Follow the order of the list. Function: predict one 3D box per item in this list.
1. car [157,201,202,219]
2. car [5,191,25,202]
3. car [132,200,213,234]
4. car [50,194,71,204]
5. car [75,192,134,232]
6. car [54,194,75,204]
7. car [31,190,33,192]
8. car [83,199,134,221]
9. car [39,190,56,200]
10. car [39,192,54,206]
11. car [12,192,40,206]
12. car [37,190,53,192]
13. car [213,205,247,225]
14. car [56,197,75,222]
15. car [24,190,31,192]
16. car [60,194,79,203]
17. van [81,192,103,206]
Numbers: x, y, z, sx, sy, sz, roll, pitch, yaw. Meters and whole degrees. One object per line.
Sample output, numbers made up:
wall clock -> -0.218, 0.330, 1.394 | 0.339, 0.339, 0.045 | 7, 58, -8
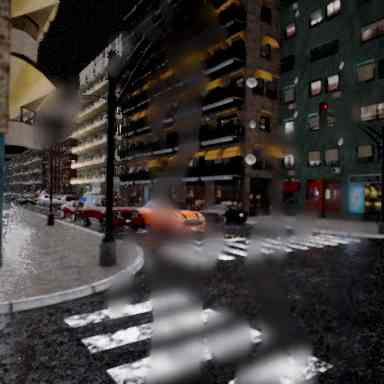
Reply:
car -> -1.129, 1.508, 28.532 | 1.802, 1.307, 4.206 | 2, -1, -35
car -> -27.381, 0.872, 50.907 | 1.947, 1.339, 4.313 | 2, -1, -35
car -> -1.220, 1.266, 18.723 | 2.097, 1.767, 4.553 | 1, 0, -36
car -> -19.946, 1.052, 50.418 | 1.994, 1.385, 4.181 | 1, 0, -35
car -> -4.727, 1.143, 19.164 | 2.192, 1.841, 5.009 | 2, -1, -35
car -> -12.591, 1.177, 34.627 | 1.812, 1.442, 4.674 | 1, 0, -35
car -> -33.470, 0.498, 73.884 | 2.192, 1.841, 5.009 | 2, -1, -35
car -> -6.767, 1.333, 26.451 | 2.033, 1.411, 5.357 | 1, 0, -36
car -> -30.235, 0.572, 69.349 | 2.192, 1.841, 5.009 | 2, -1, -35
car -> -18.511, 1.041, 42.991 | 1.812, 1.442, 4.674 | 1, 0, -35
car -> -20.911, 1.021, 41.837 | 1.947, 1.339, 4.313 | 2, -1, -35
car -> -25.678, 0.861, 58.476 | 1.837, 1.490, 4.892 | 1, 0, -36
car -> 2.106, 1.567, 23.997 | 1.947, 1.339, 4.313 | 2, -1, -35
car -> -7.971, 1.298, 23.697 | 1.887, 1.381, 4.507 | 2, -1, -35
car -> -40.046, 0.558, 83.090 | 1.752, 1.417, 4.829 | 2, -1, -35
car -> -20.538, 1.024, 55.742 | 1.887, 1.381, 4.507 | 2, -1, -35
van -> -14.062, 0.969, 46.675 | 1.690, 1.788, 3.998 | 2, -1, -35
